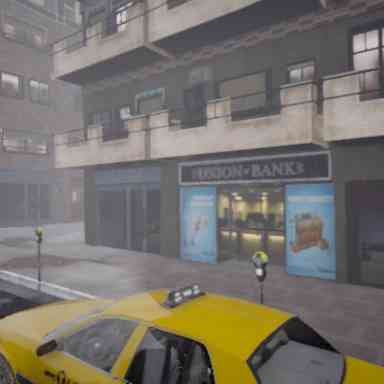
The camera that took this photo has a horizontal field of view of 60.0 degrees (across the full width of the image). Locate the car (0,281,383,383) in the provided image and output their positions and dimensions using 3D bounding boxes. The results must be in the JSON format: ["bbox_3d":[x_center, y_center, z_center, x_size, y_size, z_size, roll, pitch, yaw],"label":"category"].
[{"bbox_3d":[-0.292,1.523,3.104,4.829,1.417,1.752,0,-1,36],"label":"car"}]
